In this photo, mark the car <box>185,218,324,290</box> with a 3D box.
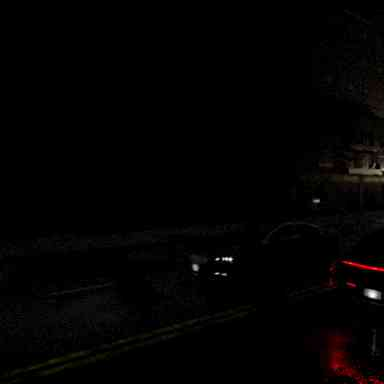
[{"bbox_3d":[2.082,1.495,9.201,4.902,1.511,2.128,0,0,-35],"label":"car"}]

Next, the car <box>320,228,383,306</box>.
[{"bbox_3d":[5.052,1.492,7.077,4.892,1.490,1.837,0,0,-35],"label":"car"}]
